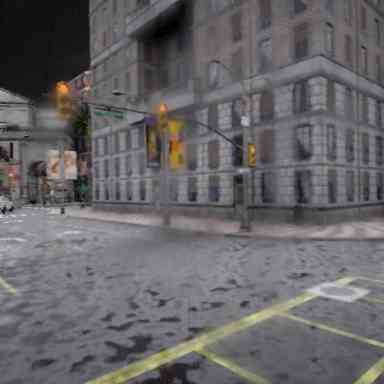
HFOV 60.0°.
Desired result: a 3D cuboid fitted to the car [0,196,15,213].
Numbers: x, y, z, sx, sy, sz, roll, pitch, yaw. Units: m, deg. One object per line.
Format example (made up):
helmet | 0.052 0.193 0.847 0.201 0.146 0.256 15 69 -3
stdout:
car | -24.259 1.565 42.074 2.150 2.045 5.566 -1 0 -14
